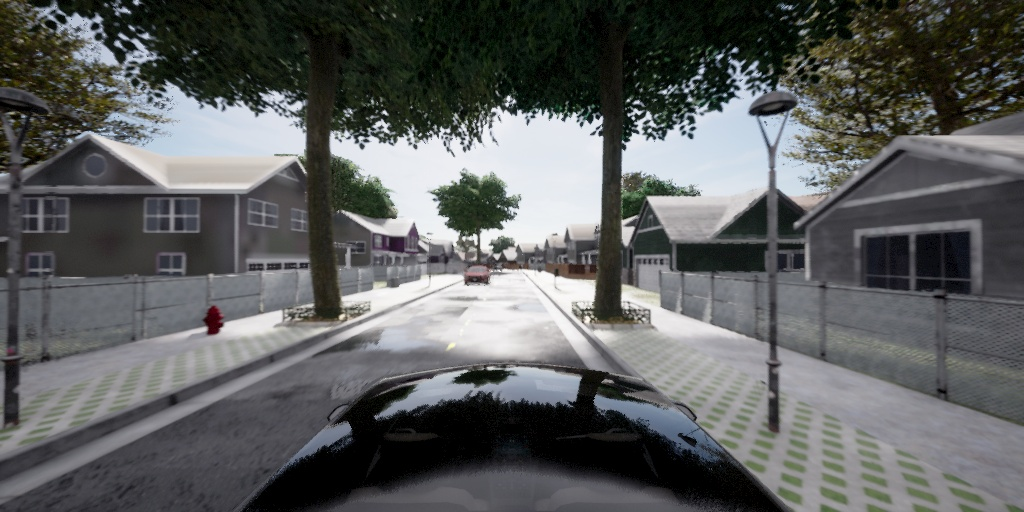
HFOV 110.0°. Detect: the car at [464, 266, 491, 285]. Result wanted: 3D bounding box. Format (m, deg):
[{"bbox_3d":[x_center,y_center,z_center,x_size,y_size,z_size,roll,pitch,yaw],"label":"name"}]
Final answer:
[{"bbox_3d":[-2.837,1.561,29.910,1.882,1.535,5.008,0,-1,0],"label":"car"}]
